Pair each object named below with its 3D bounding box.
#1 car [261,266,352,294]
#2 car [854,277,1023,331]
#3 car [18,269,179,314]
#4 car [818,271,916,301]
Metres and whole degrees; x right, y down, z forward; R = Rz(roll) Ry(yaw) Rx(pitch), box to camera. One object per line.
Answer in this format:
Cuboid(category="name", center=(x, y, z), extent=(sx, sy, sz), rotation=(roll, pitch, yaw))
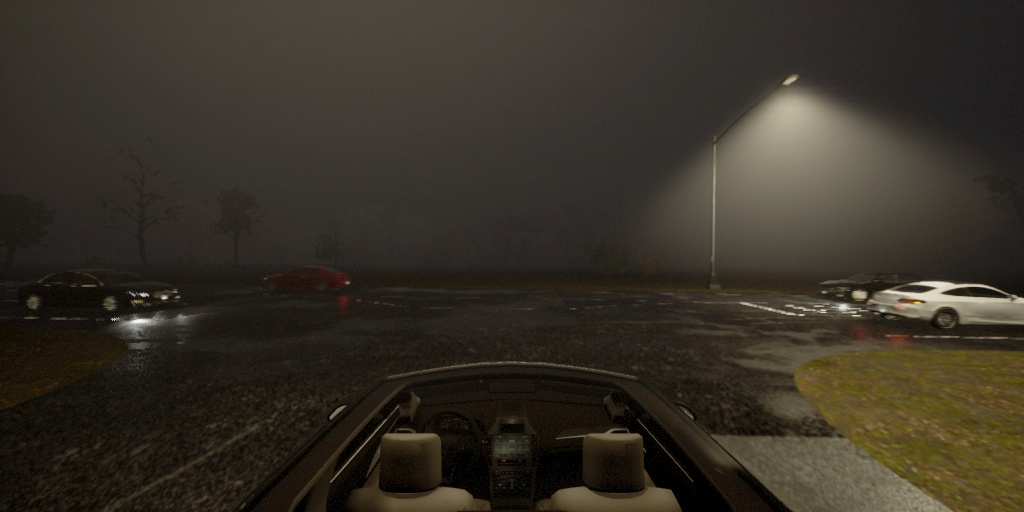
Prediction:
Cuboid(category="car", center=(-11.427, 1.286, 20.090), extent=(4.674, 1.442, 1.812), rotation=(1, 0, 3))
Cuboid(category="car", center=(14.459, 1.559, 11.639), extent=(4.674, 1.442, 1.812), rotation=(1, 0, 3))
Cuboid(category="car", center=(-15.182, 1.258, 13.287), extent=(4.892, 1.490, 1.837), rotation=(1, 0, 3))
Cuboid(category="car", center=(18.698, 1.563, 18.414), extent=(5.008, 1.535, 1.882), rotation=(-1, 0, 3))
